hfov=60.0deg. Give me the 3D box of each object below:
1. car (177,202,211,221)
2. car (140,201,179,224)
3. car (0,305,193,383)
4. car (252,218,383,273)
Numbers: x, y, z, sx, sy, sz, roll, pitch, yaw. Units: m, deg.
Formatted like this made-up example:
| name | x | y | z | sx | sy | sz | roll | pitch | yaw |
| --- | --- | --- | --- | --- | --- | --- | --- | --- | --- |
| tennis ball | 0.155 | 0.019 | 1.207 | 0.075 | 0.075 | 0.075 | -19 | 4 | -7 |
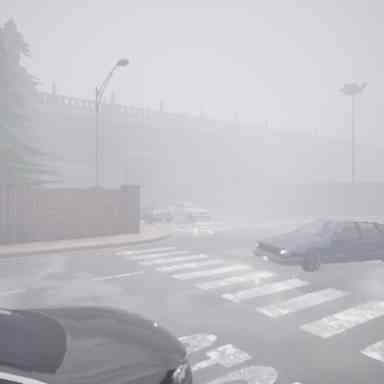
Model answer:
| name | x | y | z | sx | sy | sz | roll | pitch | yaw |
| --- | --- | --- | --- | --- | --- | --- | --- | --- | --- |
| car | -0.336 | 1.606 | 27.941 | 1.812 | 1.442 | 4.674 | 0 | 0 | -36 |
| car | -3.301 | 1.676 | 26.037 | 1.895 | 1.301 | 4.718 | 0 | 0 | -35 |
| car | -2.199 | 1.490 | 2.125 | 4.902 | 1.511 | 2.128 | 0 | 0 | -36 |
| car | 4.666 | 1.565 | 10.644 | 5.357 | 1.411 | 2.033 | 0 | 0 | -19 |
